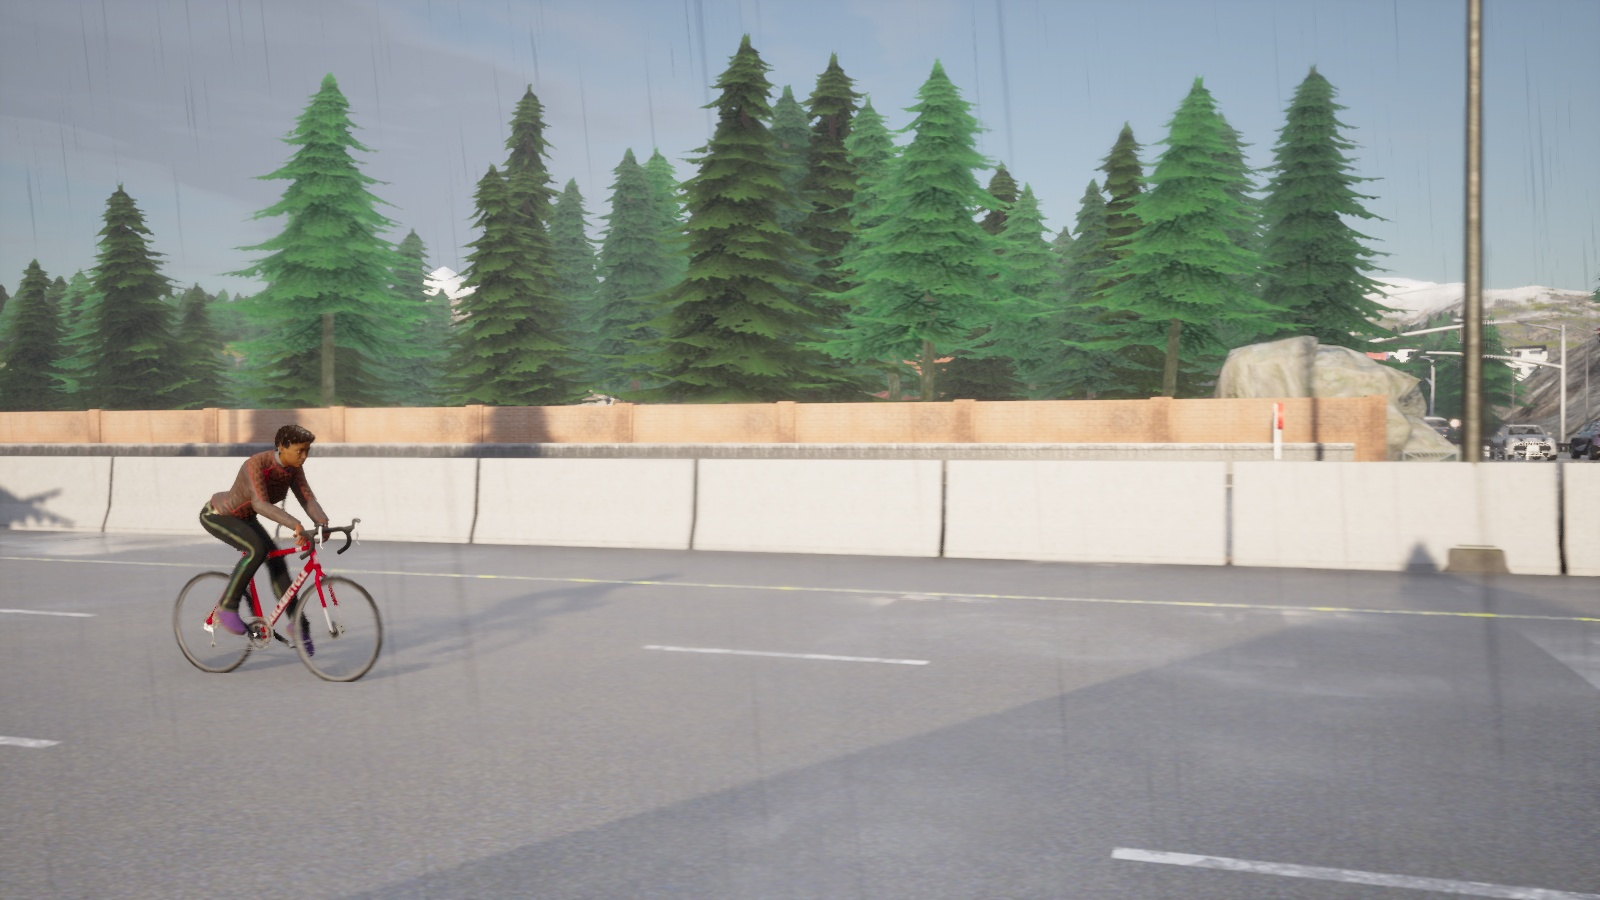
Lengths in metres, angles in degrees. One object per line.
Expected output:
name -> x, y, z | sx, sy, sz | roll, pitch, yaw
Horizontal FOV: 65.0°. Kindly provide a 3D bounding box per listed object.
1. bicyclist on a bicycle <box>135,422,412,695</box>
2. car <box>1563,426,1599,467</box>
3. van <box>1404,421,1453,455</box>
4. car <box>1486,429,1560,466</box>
bicyclist on a bicycle -> -3.360, 0.638, 8.016 | 1.656, 1.620, 0.582 | 1, 1, 19
car -> 33.763, -0.156, 52.686 | 2.033, 1.649, 4.856 | 1, 1, 19
van -> 38.517, -0.735, 77.035 | 2.069, 2.038, 4.480 | 1, 1, 19
car -> 29.731, -0.121, 51.746 | 1.970, 1.475, 3.806 | 1, 1, 19
